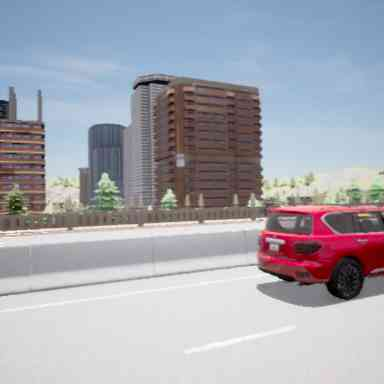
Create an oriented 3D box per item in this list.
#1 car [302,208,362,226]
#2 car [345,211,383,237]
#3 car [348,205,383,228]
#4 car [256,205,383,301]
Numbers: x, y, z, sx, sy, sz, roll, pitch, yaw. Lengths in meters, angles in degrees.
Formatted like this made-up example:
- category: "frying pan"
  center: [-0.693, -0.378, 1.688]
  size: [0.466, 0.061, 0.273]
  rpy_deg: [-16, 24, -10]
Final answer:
- category: "car"
  center: [11.636, 2.022, 27.673]
  size: [4.718, 1.301, 1.895]
  rpy_deg: [-1, -2, -24]
- category: "car"
  center: [11.739, 1.835, 20.037]
  size: [4.718, 1.301, 1.895]
  rpy_deg: [-1, -2, -24]
- category: "car"
  center: [14.394, 1.775, 25.099]
  size: [5.008, 1.535, 1.882]
  rpy_deg: [-1, -2, -25]
- category: "car"
  center: [4.350, 1.349, 8.806]
  size: [5.566, 2.045, 2.150]
  rpy_deg: [-1, -2, -24]
